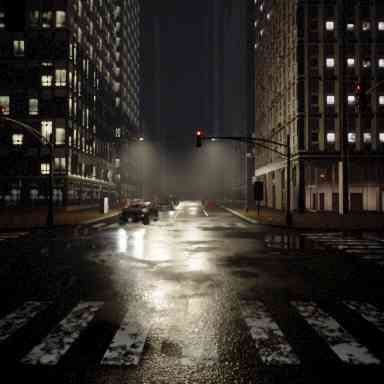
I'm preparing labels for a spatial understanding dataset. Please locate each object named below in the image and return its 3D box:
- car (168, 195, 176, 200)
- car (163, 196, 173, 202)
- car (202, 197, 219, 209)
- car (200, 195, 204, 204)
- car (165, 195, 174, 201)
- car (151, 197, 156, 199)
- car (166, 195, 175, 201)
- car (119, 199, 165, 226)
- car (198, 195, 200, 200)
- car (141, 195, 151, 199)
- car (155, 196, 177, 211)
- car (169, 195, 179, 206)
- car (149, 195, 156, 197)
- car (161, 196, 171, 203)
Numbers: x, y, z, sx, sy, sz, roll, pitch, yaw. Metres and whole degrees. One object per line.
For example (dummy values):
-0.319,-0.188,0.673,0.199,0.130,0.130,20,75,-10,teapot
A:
-5.726,1.605,95.144,1.947,1.339,4.313,1,0,0,car
-5.717,1.582,78.419,2.008,1.369,4.403,1,0,0,car
2.680,1.599,45.034,1.802,1.307,4.206,1,0,0,car
2.676,1.547,56.360,1.752,1.417,4.829,1,0,0,car
-5.720,1.578,83.994,1.887,1.381,4.507,1,0,0,car
-5.697,1.597,39.393,1.802,1.307,4.206,1,0,0,car
-5.723,1.587,89.569,2.008,1.369,4.403,1,0,0,car
-3.615,1.501,23.479,2.128,1.511,4.902,0,0,7,car
2.672,1.590,61.767,1.947,1.339,4.313,1,0,0,car
-5.691,1.453,33.818,1.967,1.590,4.097,1,0,0,car
-3.118,1.521,40.191,1.837,1.490,4.892,0,0,0,car
-3.107,1.499,54.767,1.882,1.535,5.008,0,0,0,car
-5.695,1.332,44.968,2.192,1.841,5.009,1,0,0,car
-5.714,1.573,72.843,1.887,1.381,4.507,1,0,0,car
